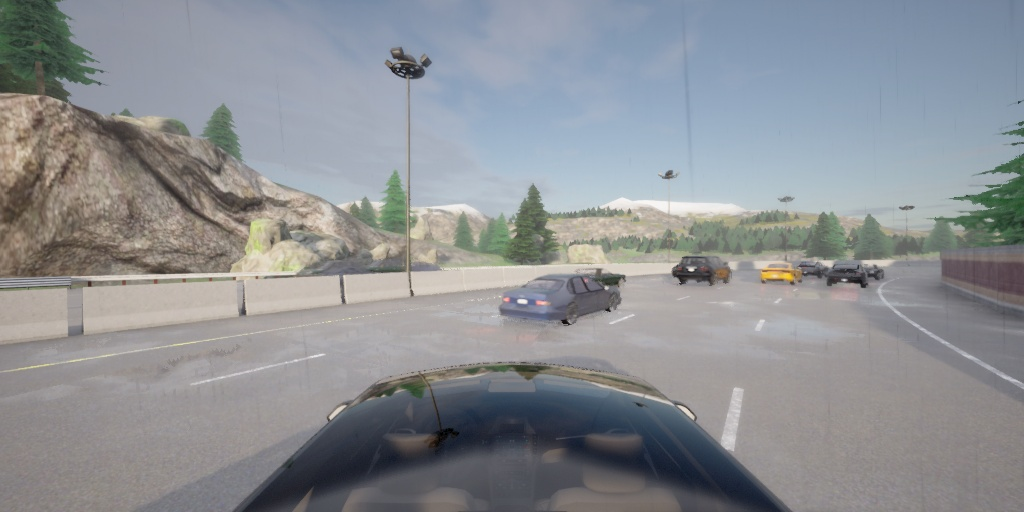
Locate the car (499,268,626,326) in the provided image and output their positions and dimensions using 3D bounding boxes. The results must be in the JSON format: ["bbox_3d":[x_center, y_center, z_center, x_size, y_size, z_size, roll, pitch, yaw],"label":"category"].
[{"bbox_3d":[1.822,1.298,11.826,2.033,1.411,5.357,0,0,38],"label":"car"}]

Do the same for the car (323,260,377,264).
[{"bbox_3d":[-11.585,1.102,23.273,2.097,1.767,4.553,0,0,38],"label":"car"}]

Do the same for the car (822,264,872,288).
[{"bbox_3d":[22.508,1.255,24.018,4.892,1.490,1.837,0,0,-43],"label":"car"}]

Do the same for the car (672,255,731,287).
[{"bbox_3d":[13.501,0.973,25.078,2.150,2.045,5.566,0,0,45],"label":"car"}]

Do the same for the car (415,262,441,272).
[{"bbox_3d":[-9.811,1.297,36.368,2.033,1.411,5.357,0,0,42],"label":"car"}]

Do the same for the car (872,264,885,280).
[{"bbox_3d":[30.465,1.351,30.833,4.718,1.301,1.895,0,0,-39],"label":"car"}]

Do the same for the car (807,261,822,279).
[{"bbox_3d":[27.777,1.241,33.140,4.902,1.511,2.128,0,0,-39],"label":"car"}]

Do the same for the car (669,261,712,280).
[{"bbox_3d":[16.249,1.254,32.529,4.892,1.490,1.837,0,0,-42],"label":"car"}]

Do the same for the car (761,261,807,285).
[{"bbox_3d":[19.817,1.228,26.289,5.008,1.535,1.882,0,0,-44],"label":"car"}]

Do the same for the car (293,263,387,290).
[{"bbox_3d":[-9.584,1.314,20.136,1.994,1.385,4.181,0,0,37],"label":"car"}]

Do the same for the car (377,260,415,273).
[{"bbox_3d":[-10.845,1.102,29.763,2.097,1.767,4.553,0,0,40],"label":"car"}]
